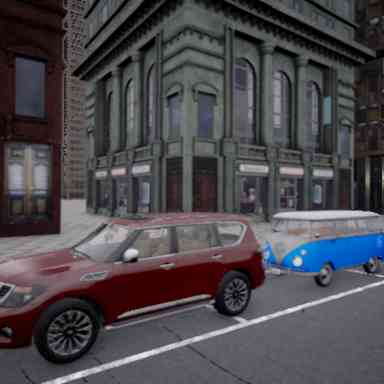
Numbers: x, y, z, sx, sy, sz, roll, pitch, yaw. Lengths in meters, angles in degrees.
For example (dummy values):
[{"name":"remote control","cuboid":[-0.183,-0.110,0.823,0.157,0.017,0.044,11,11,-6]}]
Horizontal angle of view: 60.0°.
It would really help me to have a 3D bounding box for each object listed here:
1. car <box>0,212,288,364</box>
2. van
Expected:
[{"name":"car","cuboid":[-0.829,1.342,6.058,5.009,1.841,2.192,1,-1,-35]},{"name":"van","cuboid":[3.763,1.425,9.326,3.998,1.788,1.690,1,-1,-35]}]
